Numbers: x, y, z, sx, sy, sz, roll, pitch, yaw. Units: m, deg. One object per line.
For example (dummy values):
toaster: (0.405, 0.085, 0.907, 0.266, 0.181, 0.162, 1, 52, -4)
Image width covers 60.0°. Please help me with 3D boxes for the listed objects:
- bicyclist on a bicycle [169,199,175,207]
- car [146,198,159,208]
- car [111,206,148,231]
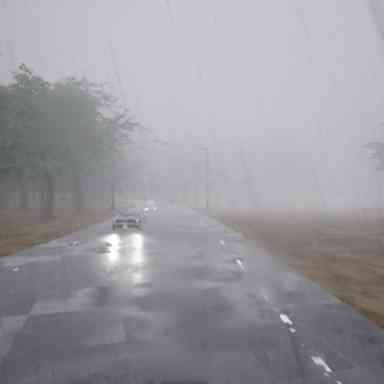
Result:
bicyclist on a bicycle: (-3.920, 2.248, 68.509, 0.582, 1.620, 1.656, 0, -1, -8)
car: (-7.792, 2.294, 63.610, 1.812, 1.442, 4.674, 0, -1, -7)
car: (-4.207, 1.874, 22.723, 1.895, 1.301, 4.718, 0, -1, -3)
